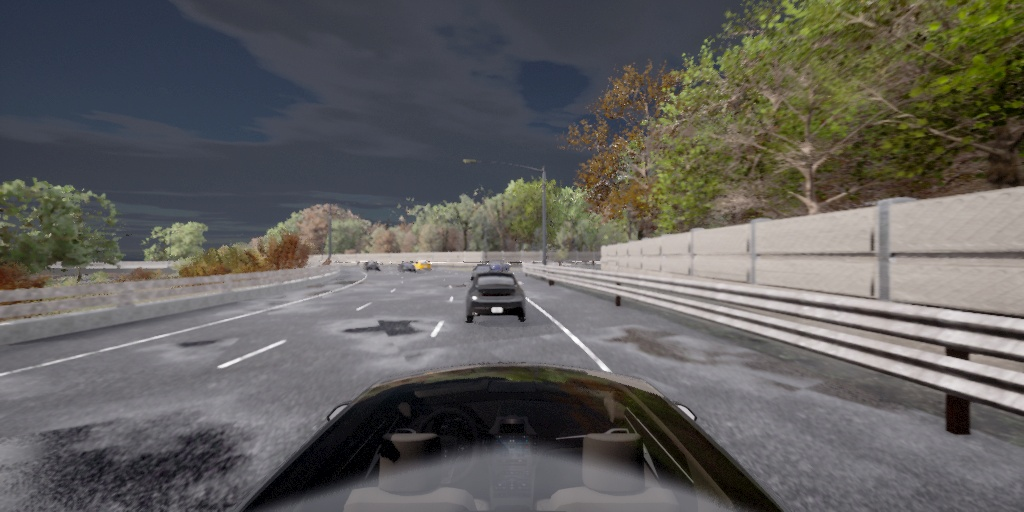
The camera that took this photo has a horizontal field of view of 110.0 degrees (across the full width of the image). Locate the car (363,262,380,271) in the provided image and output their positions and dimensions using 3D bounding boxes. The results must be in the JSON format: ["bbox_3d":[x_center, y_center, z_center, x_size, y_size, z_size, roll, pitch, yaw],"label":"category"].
[{"bbox_3d":[-21.478,1.578,54.732,1.812,1.442,4.674,0,0,-29],"label":"car"}]

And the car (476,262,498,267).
[{"bbox_3d":[-2.458,1.434,30.955,1.994,1.385,4.181,0,0,-4],"label":"car"}]

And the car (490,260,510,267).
[{"bbox_3d":[-1.589,1.264,43.605,2.097,1.767,4.553,0,0,12],"label":"car"}]

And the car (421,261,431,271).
[{"bbox_3d":[-13.987,1.496,55.611,1.882,1.535,5.008,0,0,-27],"label":"car"}]

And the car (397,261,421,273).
[{"bbox_3d":[-14.382,1.543,48.879,2.033,1.411,5.357,0,0,-26],"label":"car"}]

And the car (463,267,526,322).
[{"bbox_3d":[-0.634,1.298,12.614,1.837,1.490,4.892,0,0,-5],"label":"car"}]
